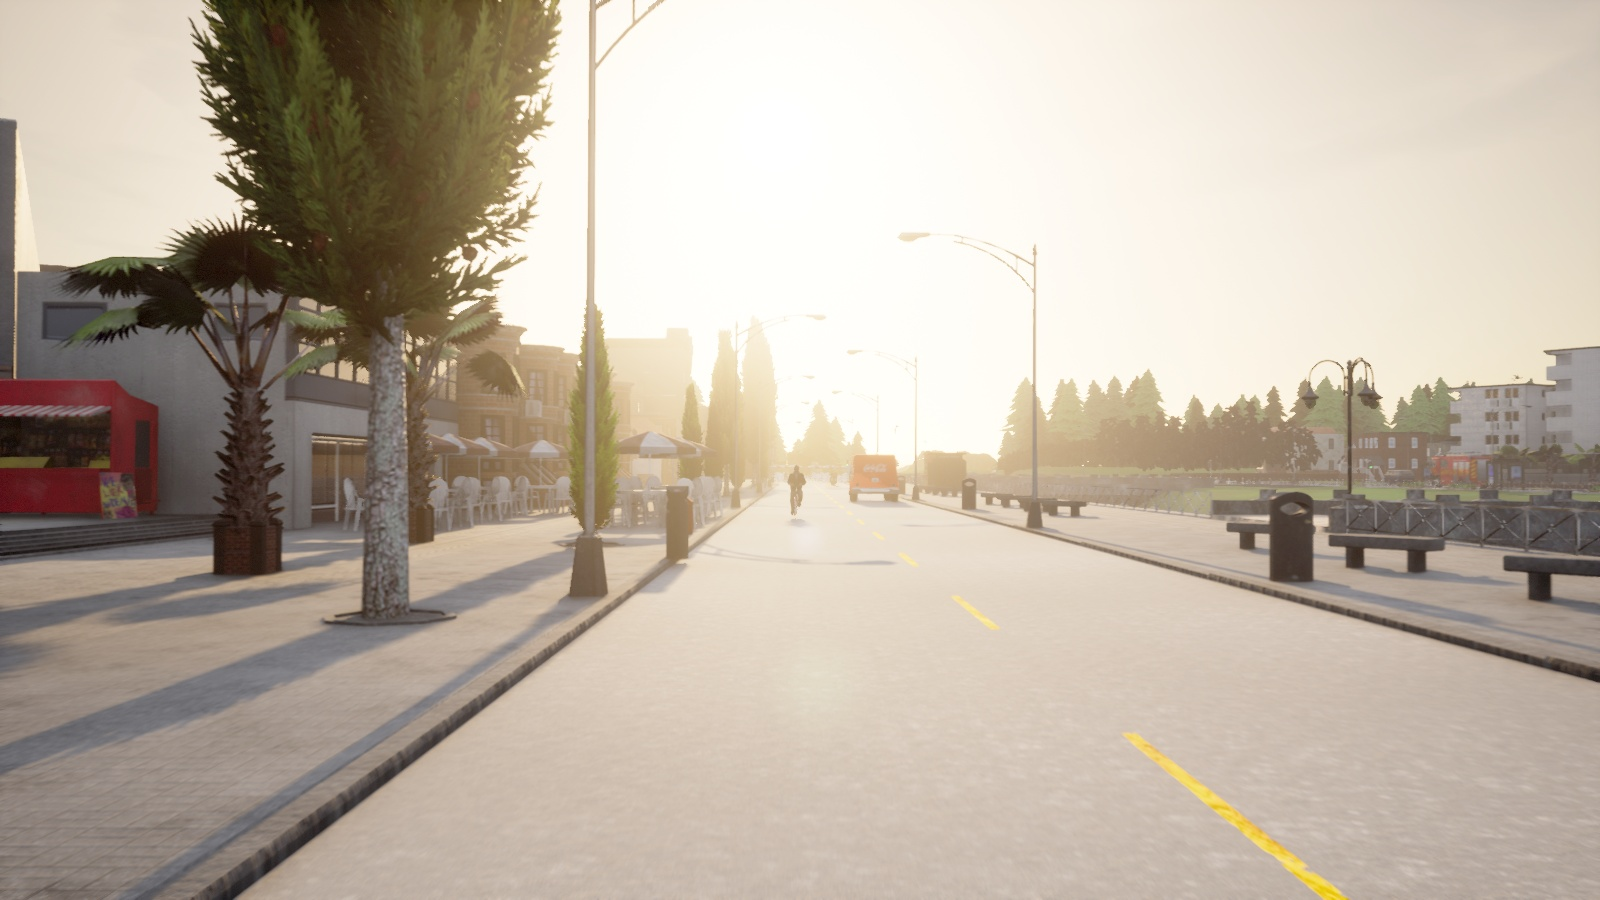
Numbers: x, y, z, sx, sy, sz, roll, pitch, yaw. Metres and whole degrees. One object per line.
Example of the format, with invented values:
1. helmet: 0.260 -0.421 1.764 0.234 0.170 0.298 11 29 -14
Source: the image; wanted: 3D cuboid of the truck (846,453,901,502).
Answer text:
1. truck: 3.826 1.424 66.378 2.627 2.467 5.204 0 -1 0
